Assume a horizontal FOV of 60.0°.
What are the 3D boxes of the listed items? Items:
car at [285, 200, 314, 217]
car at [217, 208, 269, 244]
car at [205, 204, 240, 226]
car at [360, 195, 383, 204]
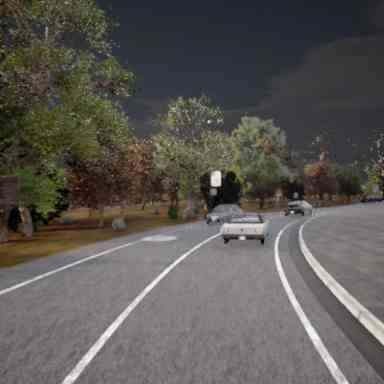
[{"bbox_3d":[10.567,1.585,32.694,1.837,1.490,4.892,-4,-2,33],"label":"car"},{"bbox_3d":[2.733,1.665,16.213,1.895,1.301,4.718,-1,-1,16],"label":"car"},{"bbox_3d":[2.593,1.697,25.440,2.128,1.511,4.902,-2,-1,26],"label":"car"},{"bbox_3d":[30.450,1.255,56.268,4.718,1.301,1.895,-4,-2,-35],"label":"car"}]
